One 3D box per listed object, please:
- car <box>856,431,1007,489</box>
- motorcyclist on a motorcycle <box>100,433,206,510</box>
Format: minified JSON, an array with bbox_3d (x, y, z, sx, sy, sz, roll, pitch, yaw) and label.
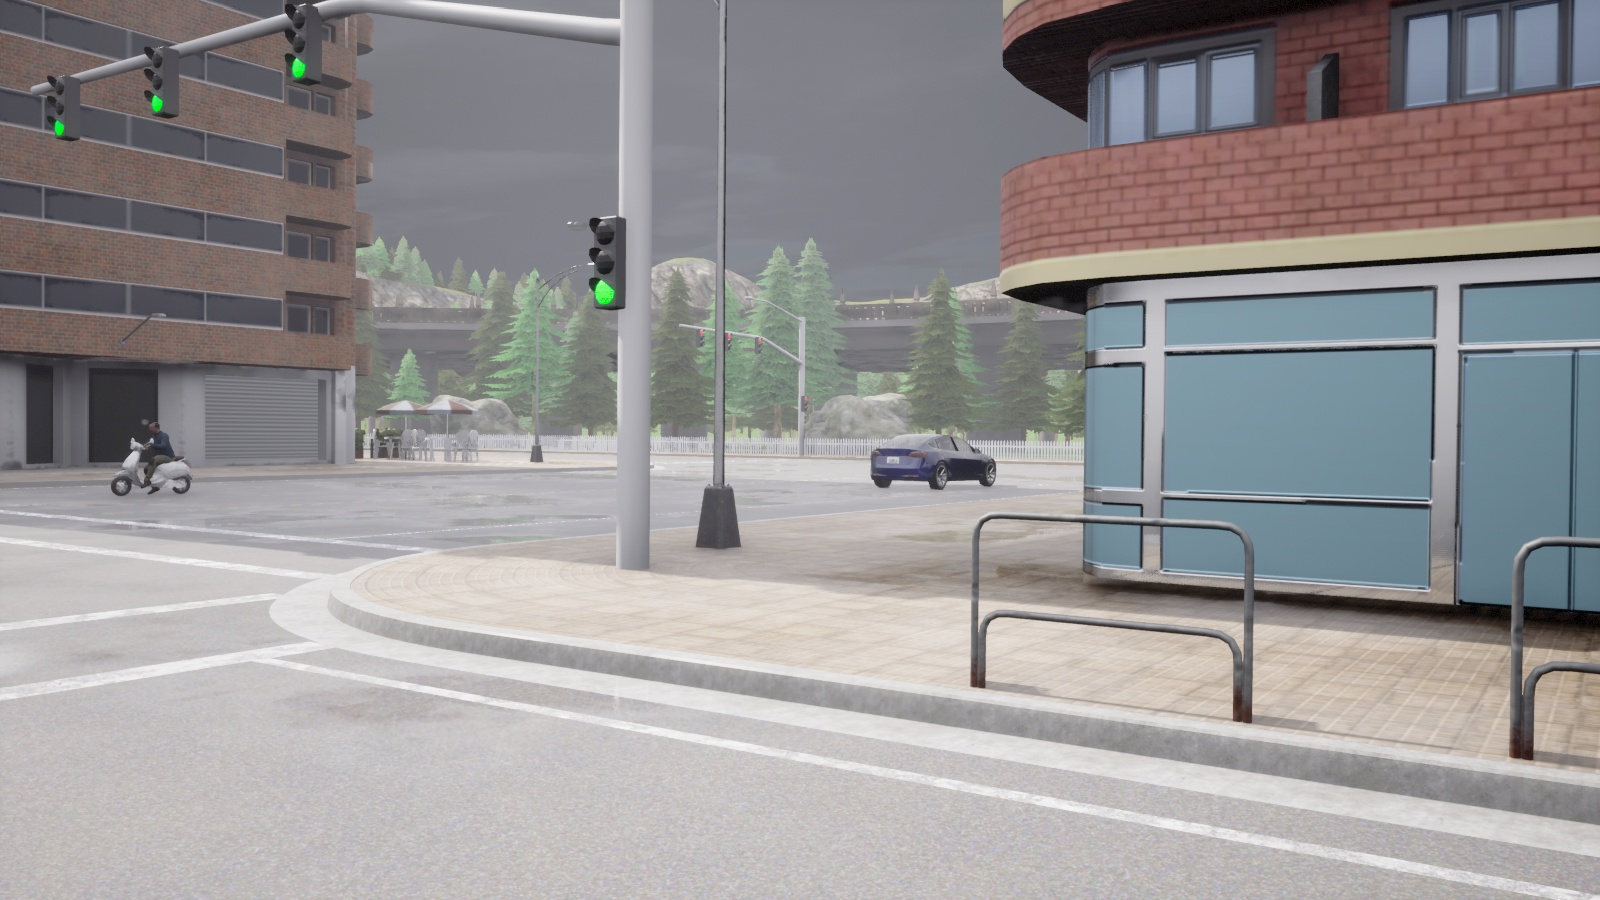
[{"bbox_3d":[3.731,0.222,34.811,2.163,1.488,4.792,0,1,34],"label":"car"},{"bbox_3d":[-14.009,0.440,27.231,0.866,1.590,1.817,0,1,34],"label":"motorcyclist on a motorcycle"}]
